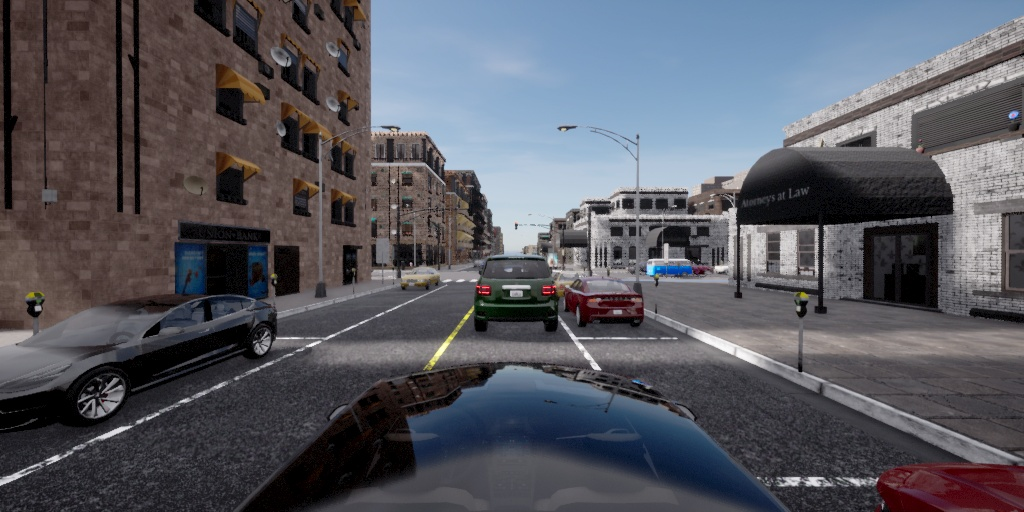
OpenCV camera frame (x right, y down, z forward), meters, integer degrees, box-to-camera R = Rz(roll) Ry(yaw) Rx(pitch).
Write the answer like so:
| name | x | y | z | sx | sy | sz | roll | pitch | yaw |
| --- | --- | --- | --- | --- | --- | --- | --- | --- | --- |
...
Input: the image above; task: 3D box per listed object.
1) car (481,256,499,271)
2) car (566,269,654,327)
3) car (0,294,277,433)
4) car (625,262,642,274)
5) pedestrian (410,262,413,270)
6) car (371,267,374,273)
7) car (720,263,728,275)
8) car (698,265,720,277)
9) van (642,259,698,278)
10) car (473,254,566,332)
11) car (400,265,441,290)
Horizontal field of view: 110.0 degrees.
| name | x | y | z | sx | sy | sz | roll | pitch | yaw |
| --- | --- | --- | --- | --- | --- | --- | --- | --- | --- |
| car | -3.035 | 0.994 | 50.544 | 2.150 | 2.045 | 5.566 | 0 | 0 | 0 |
| car | 2.702 | 1.295 | 11.369 | 1.888 | 1.381 | 4.507 | 0 | 0 | 0 |
| car | -5.686 | 1.315 | 5.689 | 1.948 | 1.339 | 4.313 | 0 | 0 | 0 |
| car | 14.975 | 1.279 | 39.317 | 4.902 | 1.511 | 2.128 | 0 | 0 | -2 |
| pedestrian | -12.574 | 1.215 | 44.671 | 0.500 | 1.100 | 0.500 | 0 | 0 | 0 |
| car | -16.436 | 1.346 | 35.912 | 4.718 | 1.301 | 1.895 | 0 | 0 | 0 |
| car | 24.817 | 1.414 | 39.367 | 4.718 | 1.301 | 1.895 | 0 | 0 | 0 |
| car | 17.633 | 1.293 | 36.113 | 5.008 | 1.535 | 1.882 | 0 | 0 | 0 |
| van | 14.697 | 1.166 | 33.517 | 3.998 | 1.789 | 1.690 | 0 | 0 | 0 |
| car | 0.109 | 0.972 | 11.042 | 2.150 | 2.045 | 5.566 | 0 | 0 | 0 |
| car | -5.664 | 1.279 | 22.608 | 1.751 | 1.417 | 4.829 | 0 | 0 | 0 |
